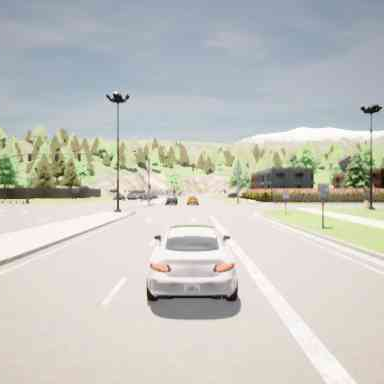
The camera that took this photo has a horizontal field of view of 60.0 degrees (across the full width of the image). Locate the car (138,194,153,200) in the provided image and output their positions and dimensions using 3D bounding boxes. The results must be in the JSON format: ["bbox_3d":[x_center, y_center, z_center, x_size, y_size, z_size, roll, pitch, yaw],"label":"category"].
[{"bbox_3d":[-11.458,1.255,83.268,2.097,1.767,4.553,0,0,0],"label":"car"}]

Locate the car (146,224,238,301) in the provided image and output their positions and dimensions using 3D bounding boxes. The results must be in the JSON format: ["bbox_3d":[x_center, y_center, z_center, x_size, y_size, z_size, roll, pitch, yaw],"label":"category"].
[{"bbox_3d":[0.004,1.516,8.149,1.812,1.442,4.674,0,0,0],"label":"car"}]

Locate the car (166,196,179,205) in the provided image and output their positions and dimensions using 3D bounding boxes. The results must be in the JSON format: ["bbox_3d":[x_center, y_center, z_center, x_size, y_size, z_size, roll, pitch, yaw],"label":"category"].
[{"bbox_3d":[-3.372,1.422,57.497,2.128,1.511,4.902,0,0,0],"label":"car"}]

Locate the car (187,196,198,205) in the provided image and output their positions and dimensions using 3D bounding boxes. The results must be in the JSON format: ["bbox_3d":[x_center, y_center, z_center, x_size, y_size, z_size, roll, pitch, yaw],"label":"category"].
[{"bbox_3d":[0.129,1.407,58.709,1.882,1.535,5.008,0,0,0],"label":"car"}]

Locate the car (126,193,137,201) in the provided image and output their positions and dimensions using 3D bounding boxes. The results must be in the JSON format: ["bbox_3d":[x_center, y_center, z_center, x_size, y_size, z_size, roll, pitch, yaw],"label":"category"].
[{"bbox_3d":[-14.958,1.440,83.250,2.033,1.411,5.357,0,0,0],"label":"car"}]

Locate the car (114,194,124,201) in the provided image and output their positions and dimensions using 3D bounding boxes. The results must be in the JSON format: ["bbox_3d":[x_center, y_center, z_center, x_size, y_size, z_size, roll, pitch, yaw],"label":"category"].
[{"bbox_3d":[-18.458,1.254,83.768,2.097,1.767,4.553,0,0,0],"label":"car"}]
